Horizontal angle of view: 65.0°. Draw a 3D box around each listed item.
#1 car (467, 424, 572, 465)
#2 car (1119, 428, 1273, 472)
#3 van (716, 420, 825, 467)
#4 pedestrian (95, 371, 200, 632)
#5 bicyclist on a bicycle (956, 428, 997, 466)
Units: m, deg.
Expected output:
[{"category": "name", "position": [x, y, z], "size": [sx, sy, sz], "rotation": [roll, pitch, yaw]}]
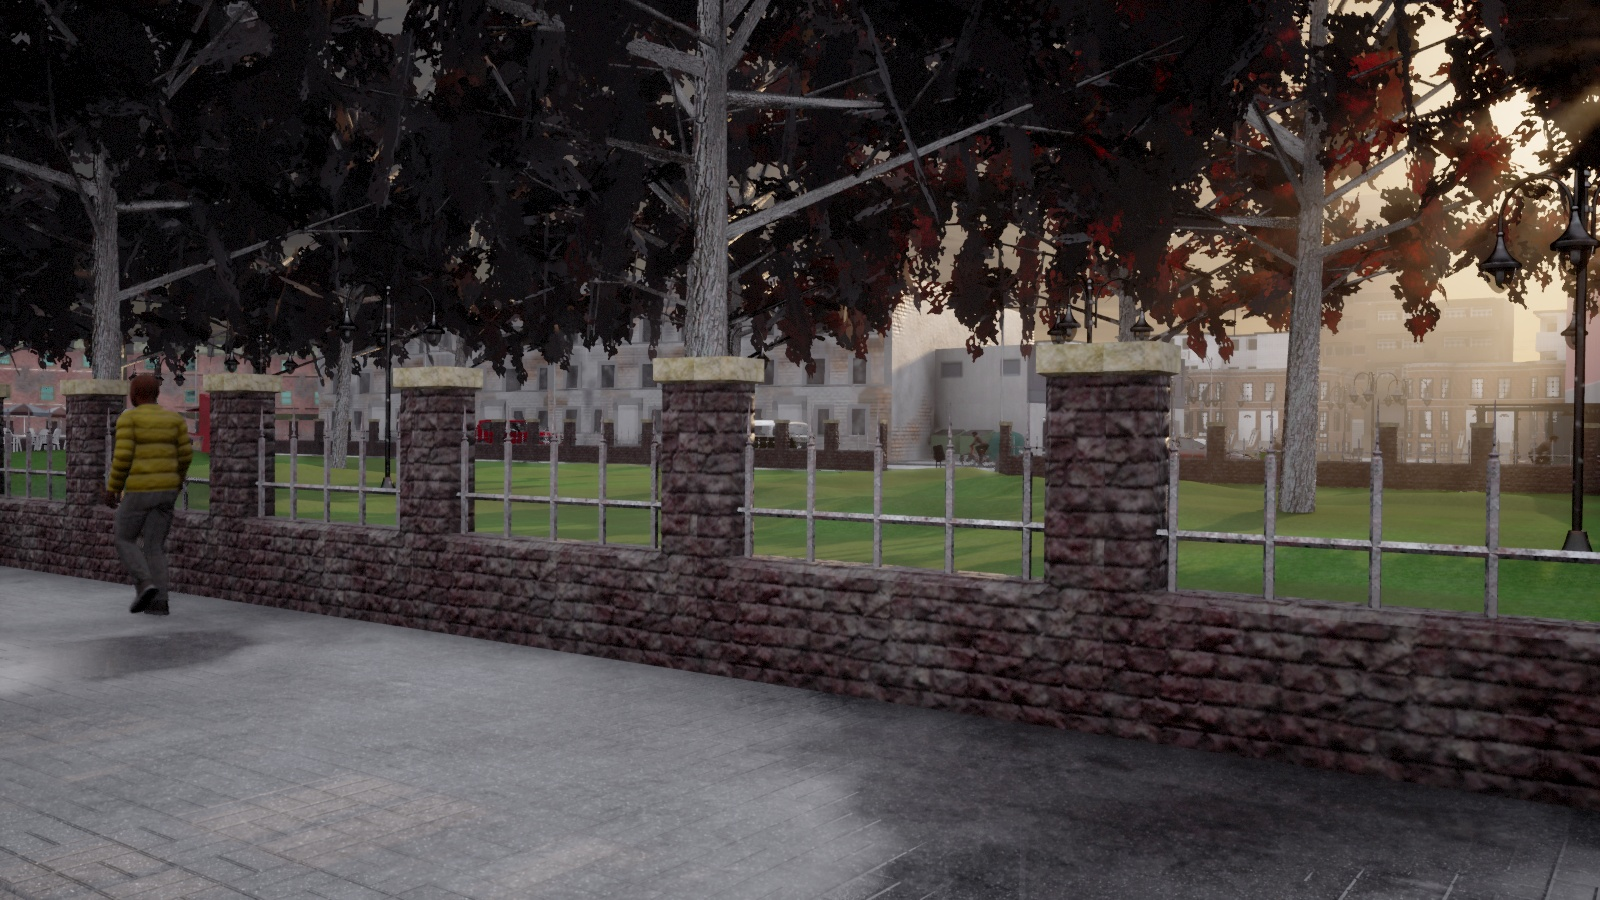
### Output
[{"category": "car", "position": [-14.602, -0.309, 65.294], "size": [5.566, 2.045, 2.150], "rotation": [0, 1, 35]}, {"category": "car", "position": [14.130, -0.010, 44.886], "size": [4.792, 1.488, 2.163], "rotation": [0, 1, 35]}, {"category": "van", "position": [-1.340, -0.296, 55.884], "size": [4.480, 2.038, 2.069], "rotation": [0, 1, 35]}, {"category": "pedestrian", "position": [-4.768, 0.359, 9.173], "size": [0.726, 1.835, 0.370], "rotation": [0, 1, 36]}, {"category": "bicyclist on a bicycle", "position": [7.651, -0.128, 54.407], "size": [1.656, 1.620, 0.582], "rotation": [0, 1, 35]}]
